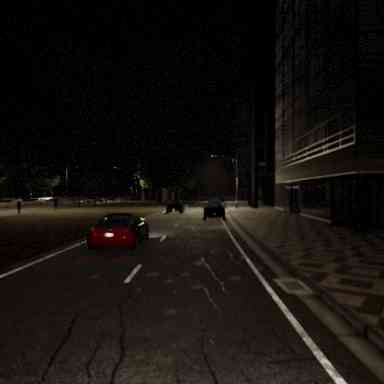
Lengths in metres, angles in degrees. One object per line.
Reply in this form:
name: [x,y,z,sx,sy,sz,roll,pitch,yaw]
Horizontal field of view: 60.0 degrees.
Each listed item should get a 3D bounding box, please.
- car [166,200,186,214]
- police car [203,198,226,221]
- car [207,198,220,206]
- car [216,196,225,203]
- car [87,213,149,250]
car: [-1.824,1.704,38.512,1.837,1.490,4.892,0,0,4]
police car: [1.959,1.578,29.326,1.930,1.638,5.238,0,0,3]
car: [4.041,1.904,62.804,2.033,1.411,5.357,0,0,8]
car: [7.134,1.839,83.397,1.837,1.490,4.892,0,0,10]
car: [-3.128,1.634,14.828,1.994,1.385,4.181,0,0,2]
